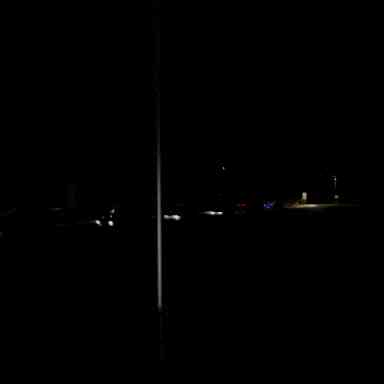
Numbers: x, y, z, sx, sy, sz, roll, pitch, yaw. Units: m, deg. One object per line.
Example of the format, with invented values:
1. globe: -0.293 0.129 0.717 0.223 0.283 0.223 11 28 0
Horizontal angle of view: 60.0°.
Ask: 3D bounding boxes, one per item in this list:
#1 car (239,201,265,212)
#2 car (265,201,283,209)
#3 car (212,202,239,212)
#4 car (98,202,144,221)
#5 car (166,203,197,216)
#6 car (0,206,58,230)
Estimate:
1. car: 8.329 2.079 49.009 2.128 1.511 4.902 -1 -1 35
2. car: 14.023 2.279 57.276 1.895 1.301 4.718 -1 -1 35
3. car: 4.615 2.181 48.673 1.994 1.385 4.181 -1 -1 35
4. car: -6.840 1.784 32.282 2.097 1.767 4.553 -1 -1 35
5. car: -1.154 2.050 40.443 1.812 1.442 4.674 -1 -1 35
6. car: -12.357 1.817 24.347 1.882 1.535 5.008 -1 -1 35
